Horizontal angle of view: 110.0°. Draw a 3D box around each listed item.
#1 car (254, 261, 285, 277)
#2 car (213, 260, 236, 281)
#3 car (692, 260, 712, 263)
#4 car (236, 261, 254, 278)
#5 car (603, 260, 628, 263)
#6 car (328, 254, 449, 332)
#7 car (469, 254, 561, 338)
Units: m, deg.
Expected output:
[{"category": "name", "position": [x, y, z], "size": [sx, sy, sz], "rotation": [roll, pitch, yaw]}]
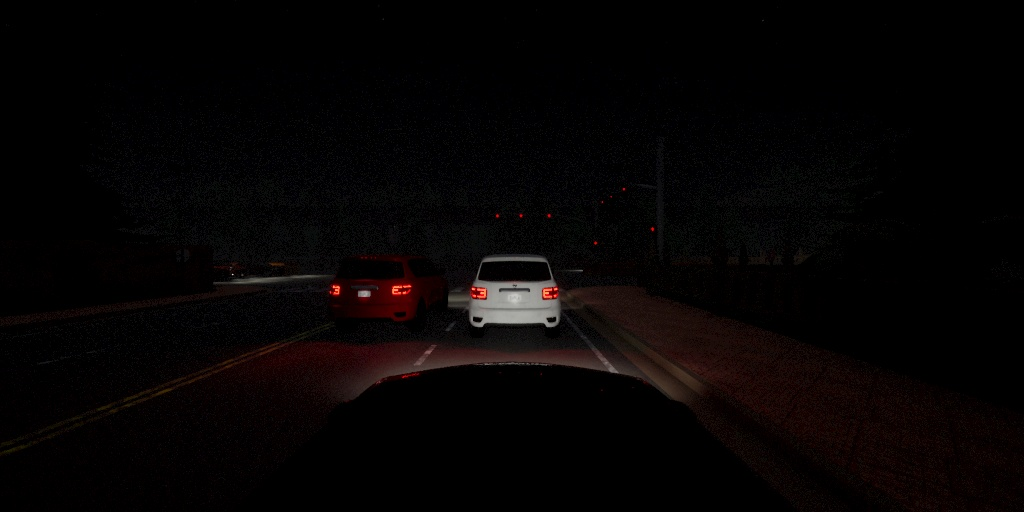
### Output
[{"category": "car", "position": [-24.955, 1.228, 35.119], "size": [5.008, 1.535, 1.882], "rotation": [0, 0, 0]}, {"category": "car", "position": [-25.077, 1.228, 28.119], "size": [5.008, 1.535, 1.882], "rotation": [0, 0, 0]}, {"category": "car", "position": [25.837, 1.297, 48.986], "size": [5.357, 1.411, 2.033], "rotation": [0, 0, 0]}, {"category": "car", "position": [-26.017, 1.102, 31.628], "size": [4.553, 1.767, 2.097], "rotation": [0, 0, 0]}, {"category": "car", "position": [13.585, 1.255, 49.060], "size": [4.892, 1.490, 1.837], "rotation": [0, 0, 0]}, {"category": "car", "position": [-3.420, 0.971, 11.003], "size": [2.150, 2.045, 5.566], "rotation": [0, 0, 0]}, {"category": "car", "position": [0.079, 0.971, 10.322], "size": [2.150, 2.045, 5.566], "rotation": [0, 0, 1]}]
